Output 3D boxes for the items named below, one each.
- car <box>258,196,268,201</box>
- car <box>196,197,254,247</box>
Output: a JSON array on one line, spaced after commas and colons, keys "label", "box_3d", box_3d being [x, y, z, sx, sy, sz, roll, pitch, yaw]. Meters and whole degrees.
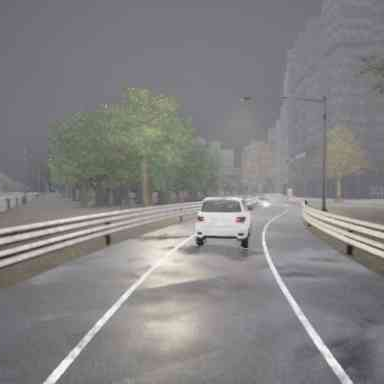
[{"label": "car", "box_3d": [18.471, 1.568, 86.741, 1.895, 1.301, 4.718, 0, 0, 1]}, {"label": "car", "box_3d": [1.609, 1.229, 15.458, 2.150, 2.045, 5.566, 0, 0, 11]}]
